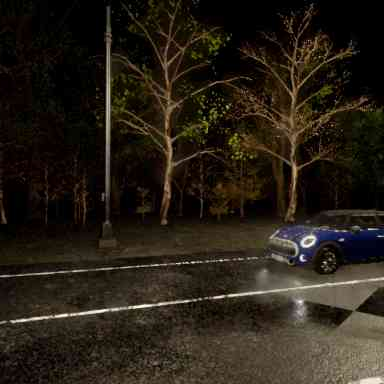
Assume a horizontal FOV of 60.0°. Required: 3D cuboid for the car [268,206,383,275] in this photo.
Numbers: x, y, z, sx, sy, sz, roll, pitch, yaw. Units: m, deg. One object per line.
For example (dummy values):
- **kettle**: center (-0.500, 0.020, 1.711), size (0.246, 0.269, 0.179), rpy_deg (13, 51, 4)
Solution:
- **car**: center (4.671, 1.349, 10.426), size (4.553, 1.767, 2.097), rpy_deg (0, 0, -20)
